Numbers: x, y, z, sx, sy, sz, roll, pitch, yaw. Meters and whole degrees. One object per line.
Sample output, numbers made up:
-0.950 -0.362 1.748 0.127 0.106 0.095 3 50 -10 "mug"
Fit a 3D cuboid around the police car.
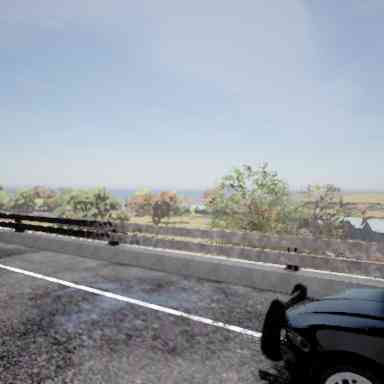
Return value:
3.211 1.439 2.868 5.238 1.638 1.930 0 0 35 "police car"
